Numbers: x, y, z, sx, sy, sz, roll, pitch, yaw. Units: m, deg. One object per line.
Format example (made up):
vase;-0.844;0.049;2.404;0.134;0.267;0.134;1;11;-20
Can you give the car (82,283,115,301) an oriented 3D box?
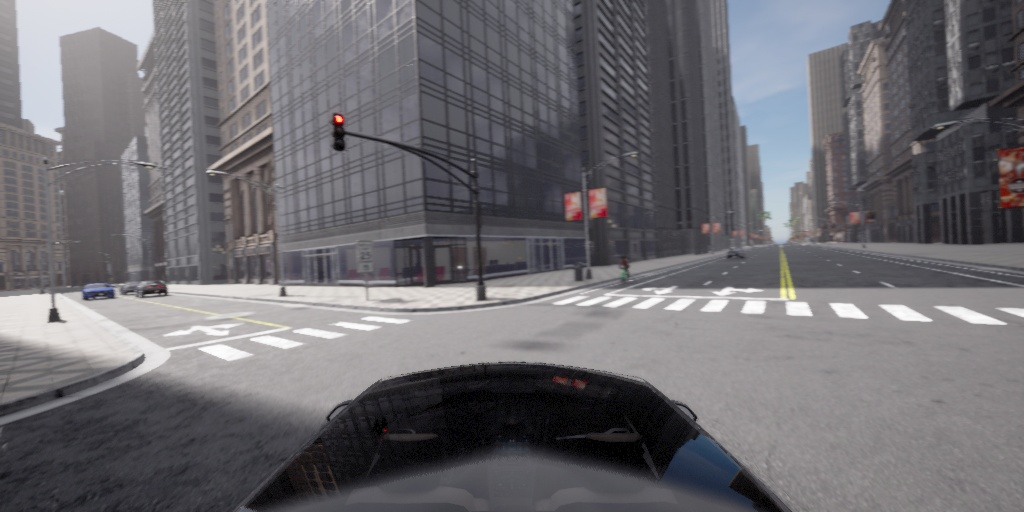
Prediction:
car;-40.352;3.411;34.984;5.008;1.535;1.882;-3;0;37

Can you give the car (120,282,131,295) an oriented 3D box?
car;-42.859;3.616;40.642;5.357;1.411;2.033;-3;0;37

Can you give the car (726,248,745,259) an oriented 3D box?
car;29.546;-0.369;47.293;2.033;1.411;5.357;-3;0;37

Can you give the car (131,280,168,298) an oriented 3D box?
car;-34.664;3.126;34.473;4.892;1.490;1.837;-3;0;38

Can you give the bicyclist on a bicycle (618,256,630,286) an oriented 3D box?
bicyclist on a bicycle;6.302;0.822;20.024;0.582;1.620;1.656;-3;0;37
